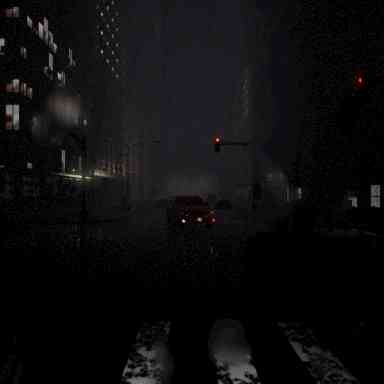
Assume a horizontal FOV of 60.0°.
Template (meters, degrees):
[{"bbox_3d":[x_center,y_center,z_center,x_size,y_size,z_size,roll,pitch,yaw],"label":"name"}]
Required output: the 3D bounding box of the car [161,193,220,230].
[{"bbox_3d":[-0.280,1.243,21.857,2.150,2.045,5.566,0,0,-15],"label":"car"}]

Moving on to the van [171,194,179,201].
[{"bbox_3d":[-4.369,1.308,85.931,1.690,1.788,3.998,0,0,0],"label":"van"}]

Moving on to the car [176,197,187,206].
[{"bbox_3d":[-1.692,1.527,55.152,1.812,1.442,4.674,0,0,0],"label":"car"}]

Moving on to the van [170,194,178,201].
[{"bbox_3d":[-4.335,1.315,80.404,1.690,1.788,3.998,0,0,0],"label":"van"}]

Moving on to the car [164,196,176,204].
[{"bbox_3d":[-4.229,1.559,63.821,1.947,1.339,4.313,0,0,0],"label":"car"}]

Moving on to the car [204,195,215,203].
[{"bbox_3d":[3.616,1.427,69.399,1.967,1.590,4.097,0,0,0],"label":"car"}]

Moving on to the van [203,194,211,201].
[{"bbox_3d":[3.546,1.315,80.454,1.690,1.788,3.998,0,0,0],"label":"van"}]

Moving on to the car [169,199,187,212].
[{"bbox_3d":[-1.606,1.576,39.156,1.994,1.385,4.181,0,0,0],"label":"car"}]

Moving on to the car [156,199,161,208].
[{"bbox_3d":[-4.125,1.589,47.239,1.802,1.307,4.206,0,0,0],"label":"car"}]

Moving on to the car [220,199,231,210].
[{"bbox_3d":[3.840,1.576,41.762,1.947,1.339,4.313,0,0,0],"label":"car"}]

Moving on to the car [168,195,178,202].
[{"bbox_3d":[-4.299,1.420,74.877,1.967,1.590,4.097,0,0,0],"label":"car"}]

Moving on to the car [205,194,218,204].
[{"bbox_3d":[3.651,1.308,63.871,2.192,1.841,5.009,0,0,0],"label":"car"}]
